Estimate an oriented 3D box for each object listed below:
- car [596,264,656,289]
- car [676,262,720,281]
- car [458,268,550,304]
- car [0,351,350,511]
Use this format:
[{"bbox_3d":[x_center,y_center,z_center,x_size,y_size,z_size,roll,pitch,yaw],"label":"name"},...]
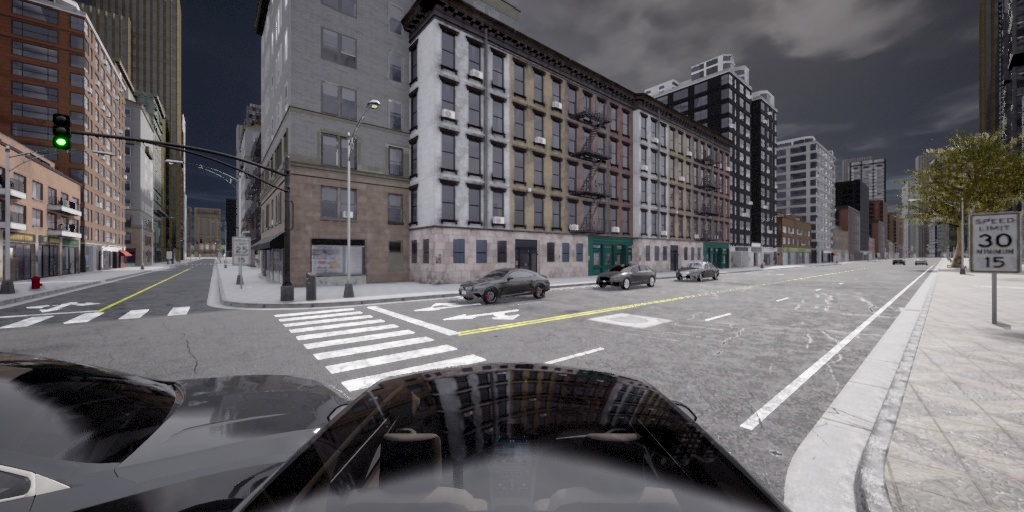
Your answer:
[{"bbox_3d":[7.379,1.255,22.941,4.892,1.490,1.837,0,0,-40],"label":"car"},{"bbox_3d":[15.311,1.232,29.507,4.902,1.511,2.128,0,0,-40],"label":"car"},{"bbox_3d":[-0.237,1.285,16.625,4.674,1.442,1.812,0,0,-40],"label":"car"},{"bbox_3d":[-3.242,1.257,1.617,4.892,1.490,1.837,0,0,-35],"label":"car"}]
